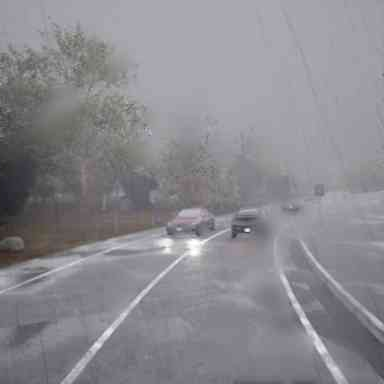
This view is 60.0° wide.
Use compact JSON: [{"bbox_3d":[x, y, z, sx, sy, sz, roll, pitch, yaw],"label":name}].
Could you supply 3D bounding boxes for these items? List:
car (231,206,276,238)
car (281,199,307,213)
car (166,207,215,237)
[{"bbox_3d":[3.355,1.537,17.971,1.837,1.490,4.892,-2,0,18],"label":"car"},{"bbox_3d":[10.536,1.372,34.271,1.994,1.385,4.181,-2,1,27],"label":"car"},{"bbox_3d":[0.060,1.632,19.097,1.812,1.442,4.674,-1,-1,18],"label":"car"}]
